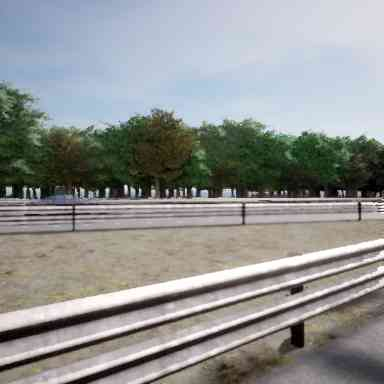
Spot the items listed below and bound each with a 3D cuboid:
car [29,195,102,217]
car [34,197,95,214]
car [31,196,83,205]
[{"bbox_3d":[-9.512,1.001,25.188,5.008,1.535,1.882,0,0,-23],"label":"car"},{"bbox_3d":[-10.848,1.125,28.423,4.718,1.301,1.895,0,0,-23],"label":"car"},{"bbox_3d":[-8.149,1.056,21.965,5.357,1.411,2.033,0,0,-23],"label":"car"}]
